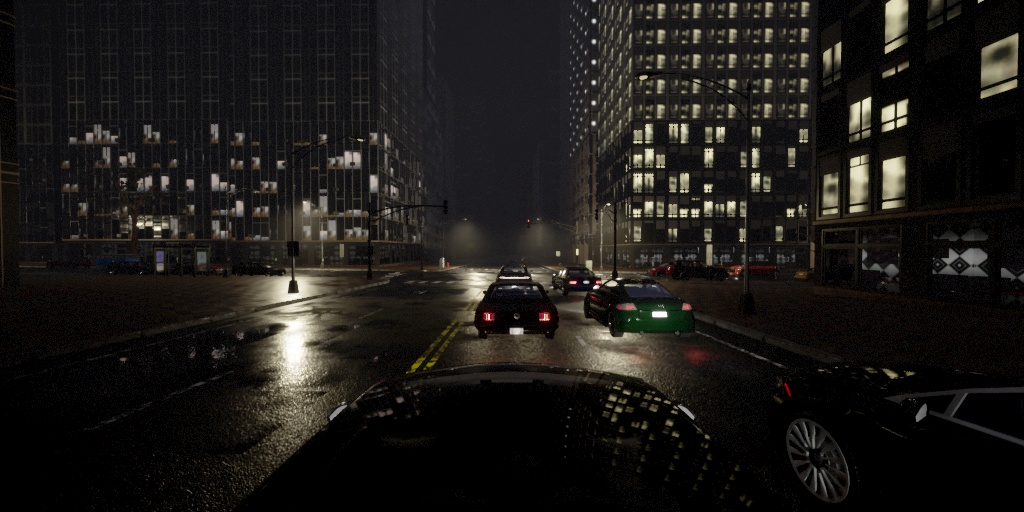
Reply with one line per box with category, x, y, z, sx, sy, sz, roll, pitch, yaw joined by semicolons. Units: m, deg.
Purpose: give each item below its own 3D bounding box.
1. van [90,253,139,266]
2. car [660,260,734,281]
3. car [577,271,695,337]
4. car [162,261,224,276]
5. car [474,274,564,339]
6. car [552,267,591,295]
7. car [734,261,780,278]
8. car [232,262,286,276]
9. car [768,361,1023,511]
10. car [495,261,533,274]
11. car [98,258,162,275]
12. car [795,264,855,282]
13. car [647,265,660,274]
van;-45.255;0.604;41.172;3.998;1.789;1.690;0;0;1
car;16.218;1.268;31.622;5.009;1.841;2.192;0;0;1
car;3.365;1.310;10.251;1.994;1.385;4.181;0;0;-1
car;-28.391;1.138;32.323;4.207;1.307;1.802;0;0;1
car;0.106;1.347;10.023;1.895;1.301;4.718;0;0;0
car;3.399;1.288;19.481;2.033;1.411;5.357;0;0;-3
car;25.019;1.289;37.236;4.553;1.767;2.097;1;1;1
car;-22.707;1.173;32.185;4.313;1.339;1.948;0;0;1
car;3.340;1.242;1.421;2.128;1.511;4.902;0;0;0
car;0.113;1.232;19.279;2.128;1.511;4.902;0;0;0
car;-34.071;1.069;32.501;4.313;1.339;1.948;0;0;1
car;27.666;1.578;31.414;4.829;1.417;1.751;0;0;1
car;16.308;1.425;37.397;4.181;1.385;1.994;1;1;1
